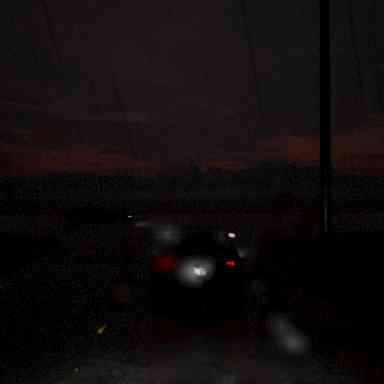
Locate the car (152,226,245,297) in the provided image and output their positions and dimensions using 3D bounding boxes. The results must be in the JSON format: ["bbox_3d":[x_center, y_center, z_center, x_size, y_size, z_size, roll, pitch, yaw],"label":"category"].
[{"bbox_3d":[0.197,1.552,8.596,1.994,1.385,4.181,0,0,2],"label":"car"}]

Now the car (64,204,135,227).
[{"bbox_3d":[-6.522,1.602,23.710,4.892,1.490,1.837,0,2,2],"label":"car"}]
